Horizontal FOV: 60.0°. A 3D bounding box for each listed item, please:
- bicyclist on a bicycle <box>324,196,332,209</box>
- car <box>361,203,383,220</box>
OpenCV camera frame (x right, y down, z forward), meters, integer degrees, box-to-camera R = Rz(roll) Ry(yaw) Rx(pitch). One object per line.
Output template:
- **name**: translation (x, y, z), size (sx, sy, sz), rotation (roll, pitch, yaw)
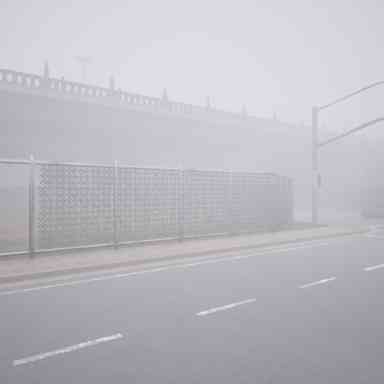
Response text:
- **bicyclist on a bicycle**: translation (17.728, 1.356, 43.298), size (1.656, 1.620, 0.582), rotation (0, 0, -36)
- **car**: translation (16.126, 1.610, 27.100), size (1.994, 1.385, 4.181), rotation (0, 0, -39)
